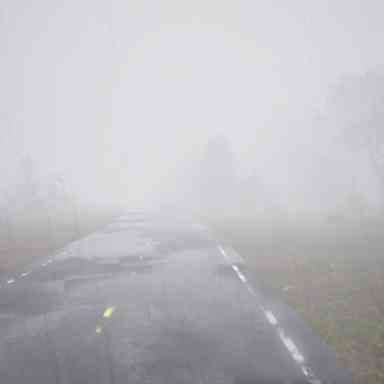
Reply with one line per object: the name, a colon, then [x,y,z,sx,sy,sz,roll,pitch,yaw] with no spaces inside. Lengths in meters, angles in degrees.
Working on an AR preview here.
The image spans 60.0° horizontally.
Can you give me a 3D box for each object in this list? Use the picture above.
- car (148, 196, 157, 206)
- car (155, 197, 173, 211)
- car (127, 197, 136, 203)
car: [-7.098,1.629,62.954,2.097,1.767,4.553,0,0,-13]
car: [-3.669,1.705,45.327,1.837,1.490,4.892,0,0,-9]
car: [-14.514,1.893,79.416,2.033,1.411,5.357,0,0,-16]
